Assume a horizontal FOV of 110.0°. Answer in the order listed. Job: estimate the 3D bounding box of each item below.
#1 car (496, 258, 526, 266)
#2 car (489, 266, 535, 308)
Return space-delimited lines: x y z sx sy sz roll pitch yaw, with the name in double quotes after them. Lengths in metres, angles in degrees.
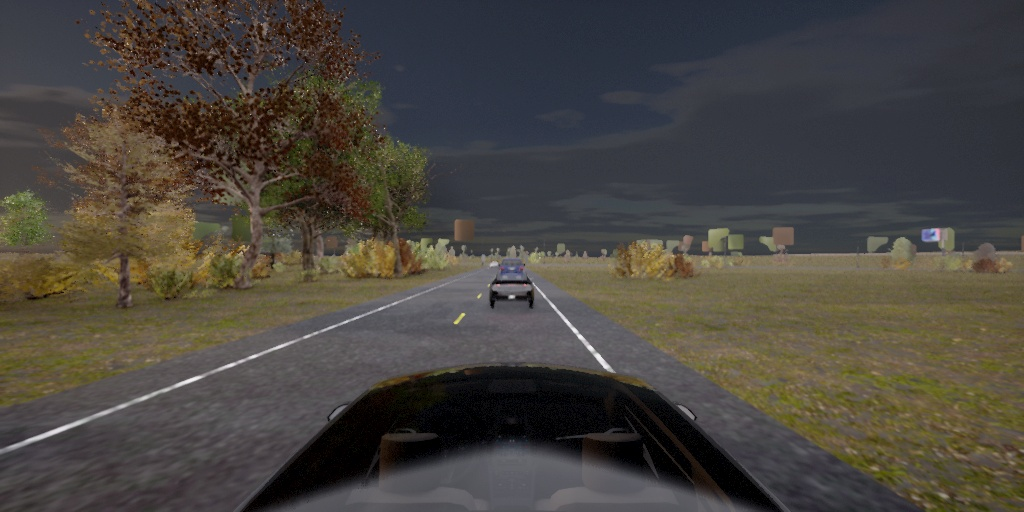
-0.016 1.231 30.852 2.150 2.045 5.566 0 0 0 "car"
-0.003 1.375 16.150 2.128 1.511 4.902 0 0 0 "car"
